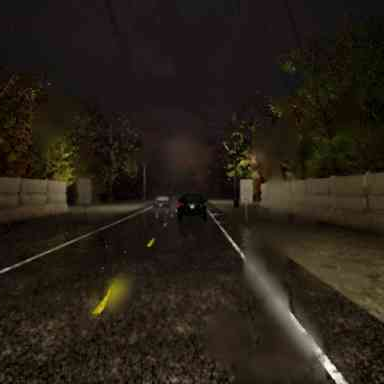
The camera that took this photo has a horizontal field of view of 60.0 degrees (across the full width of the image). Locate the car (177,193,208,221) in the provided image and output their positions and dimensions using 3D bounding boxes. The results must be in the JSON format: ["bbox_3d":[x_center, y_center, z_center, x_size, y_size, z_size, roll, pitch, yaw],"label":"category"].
[{"bbox_3d":[0.021,1.087,25.865,2.150,2.045,5.566,0,1,0],"label":"car"}]

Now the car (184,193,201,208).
[{"bbox_3d":[0.076,1.096,43.843,2.097,1.767,4.553,0,0,0],"label":"car"}]

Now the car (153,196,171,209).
[{"bbox_3d":[-3.590,1.259,40.475,2.128,1.511,4.902,0,0,0],"label":"car"}]
